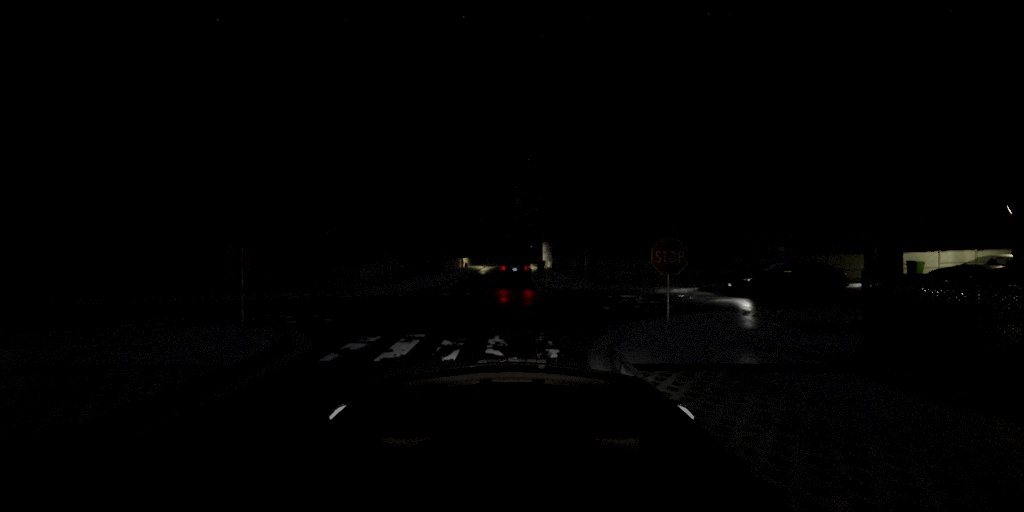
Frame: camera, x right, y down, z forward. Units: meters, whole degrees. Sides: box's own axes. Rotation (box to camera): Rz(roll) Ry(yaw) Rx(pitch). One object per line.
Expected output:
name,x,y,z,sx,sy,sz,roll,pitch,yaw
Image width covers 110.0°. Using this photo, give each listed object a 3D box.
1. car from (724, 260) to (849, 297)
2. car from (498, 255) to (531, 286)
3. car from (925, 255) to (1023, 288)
car,11.636,0.897,15.339,4.674,1.442,1.812,-1,0,0
car,0.201,0.952,25.487,2.150,2.045,5.566,0,0,0
car,21.296,0.653,15.369,5.357,1.411,2.033,-2,0,0
